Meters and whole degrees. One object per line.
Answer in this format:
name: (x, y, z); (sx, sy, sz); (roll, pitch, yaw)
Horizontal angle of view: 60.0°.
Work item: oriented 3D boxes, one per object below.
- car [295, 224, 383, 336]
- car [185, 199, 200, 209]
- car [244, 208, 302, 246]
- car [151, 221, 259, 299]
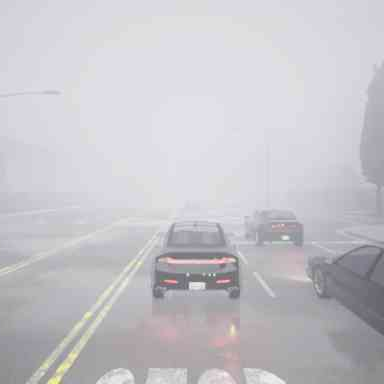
car: (3.593, 1.547, 5.410); (2.033, 1.411, 5.357); (0, 0, 0)
car: (0.038, 1.596, 43.876); (1.895, 1.301, 4.718); (0, 0, 0)
car: (3.579, 1.503, 15.157); (1.837, 1.490, 4.892); (0, 0, 0)
car: (0.089, 1.491, 8.459); (2.128, 1.511, 4.902); (0, 0, 0)
